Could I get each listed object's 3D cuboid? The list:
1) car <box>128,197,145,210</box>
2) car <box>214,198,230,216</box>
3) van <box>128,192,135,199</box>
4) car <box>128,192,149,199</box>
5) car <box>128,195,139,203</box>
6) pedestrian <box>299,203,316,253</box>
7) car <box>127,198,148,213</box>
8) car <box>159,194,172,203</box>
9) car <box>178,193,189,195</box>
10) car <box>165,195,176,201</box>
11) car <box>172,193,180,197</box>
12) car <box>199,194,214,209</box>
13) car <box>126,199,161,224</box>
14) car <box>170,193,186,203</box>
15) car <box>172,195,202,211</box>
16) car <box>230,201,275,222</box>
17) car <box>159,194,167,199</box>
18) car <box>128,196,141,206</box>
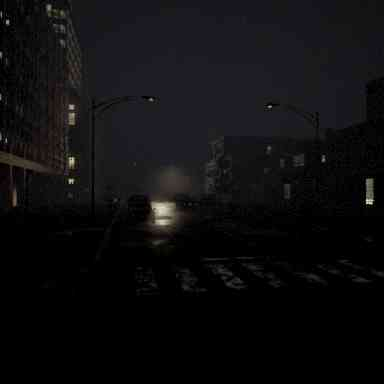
[{"bbox_3d":[-6.699,1.345,39.692,1.887,1.381,4.507,1,0,-11],"label":"car"},{"bbox_3d":[3.634,1.475,30.411,1.802,1.307,4.206,1,0,-11],"label":"car"},{"bbox_3d":[-16.171,0.957,88.615,1.690,1.788,3.998,1,0,-11],"label":"van"},{"bbox_3d":[-4.592,1.162,28.819,2.192,1.841,5.009,1,0,-11],"label":"car"},{"bbox_3d":[-10.910,1.281,61.436,1.947,1.339,4.313,1,0,-11],"label":"car"},{"bbox_3d":[4.092,1.250,11.938,0.375,1.860,0.375,1,0,-11],"label":"pedestrian"},{"bbox_3d":[-5.647,1.374,34.256,2.008,1.369,4.403,1,0,-11],"label":"car"},{"bbox_3d":[-4.964,1.253,61.186,1.837,1.490,4.892,0,-1,-11],"label":"car"},{"bbox_3d":[-0.609,1.328,52.322,1.752,1.417,4.829,1,0,-11],"label":"car"},{"bbox_3d":[-4.787,1.286,73.899,1.947,1.339,4.313,1,0,-11],"label":"car"},{"bbox_3d":[-1.627,1.097,57.591,2.192,1.841,5.009,1,0,-11],"label":"car"},{"bbox_3d":[1.531,1.162,41.282,2.192,1.841,5.009,1,0,-11],"label":"car"},{"bbox_3d":[-3.542,1.422,23.384,2.008,1.369,4.403,1,0,-11],"label":"car"},{"bbox_3d":[-2.679,1.076,63.026,2.192,1.841,5.009,1,0,-11],"label":"car"},{"bbox_3d":[-0.648,1.388,38.914,2.033,1.411,5.357,0,0,-11],"label":"car"},{"bbox_3d":[4.654,1.441,25.141,1.752,1.417,4.829,1,0,-11],"label":"car"},{"bbox_3d":[-7.945,1.244,90.207,1.802,1.307,4.206,1,0,-11],"label":"car"},{"bbox_3d":[-8.772,1.283,50.397,1.752,1.417,4.829,1,0,-11],"label":"car"}]
